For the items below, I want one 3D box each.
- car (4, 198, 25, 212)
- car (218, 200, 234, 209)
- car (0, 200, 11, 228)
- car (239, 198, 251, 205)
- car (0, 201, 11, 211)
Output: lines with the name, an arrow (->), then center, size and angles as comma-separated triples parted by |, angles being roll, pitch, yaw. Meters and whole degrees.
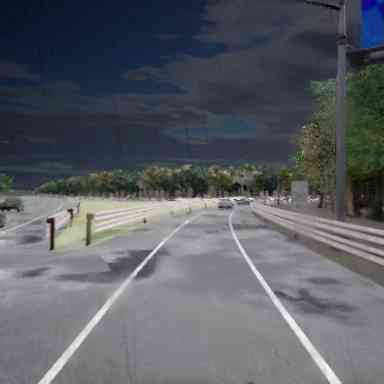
car -> -25.351, 1.830, 47.330 | 2.150, 2.045, 5.566 | 1, -1, -18
car -> 5.305, 1.945, 51.543 | 1.994, 1.385, 4.181 | 1, 0, 15
car -> -13.873, 1.621, 22.023 | 2.097, 1.767, 4.553 | 1, -1, -16
car -> 11.011, 1.970, 68.385 | 2.128, 1.511, 4.902 | 0, 0, 24
car -> -31.442, 2.213, 54.871 | 1.837, 1.490, 4.892 | 1, -1, -19
